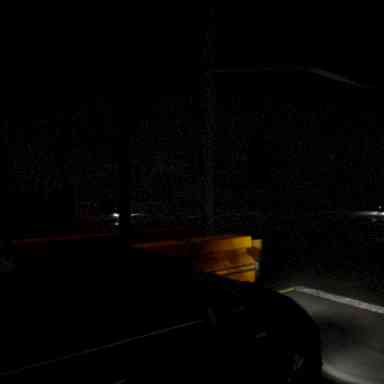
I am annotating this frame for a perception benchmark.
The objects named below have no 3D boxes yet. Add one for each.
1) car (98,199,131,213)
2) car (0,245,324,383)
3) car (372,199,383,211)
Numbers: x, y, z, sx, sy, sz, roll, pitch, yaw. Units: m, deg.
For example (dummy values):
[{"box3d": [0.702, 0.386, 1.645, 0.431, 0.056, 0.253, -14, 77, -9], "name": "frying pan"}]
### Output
[{"box3d": [-8.537, 1.508, 36.226, 2.033, 1.411, 5.357, 0, 0, -36], "name": "car"}, {"box3d": [-0.707, 1.348, 3.318, 4.553, 1.767, 2.097, 0, 0, -36], "name": "car"}, {"box3d": [21.646, 1.450, 36.608, 4.181, 1.385, 1.994, -1, 0, -35], "name": "car"}]
